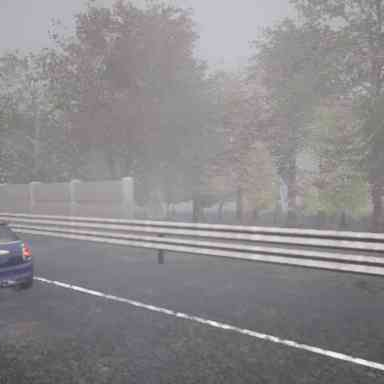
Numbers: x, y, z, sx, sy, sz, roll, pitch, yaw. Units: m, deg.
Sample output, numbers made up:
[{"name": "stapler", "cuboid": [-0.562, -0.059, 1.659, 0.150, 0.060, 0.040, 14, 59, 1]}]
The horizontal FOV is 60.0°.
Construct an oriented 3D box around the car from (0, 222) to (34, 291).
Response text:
[{"name": "car", "cuboid": [-5.871, 1.435, 8.063, 4.553, 1.767, 2.097, -1, 0, 35]}]
